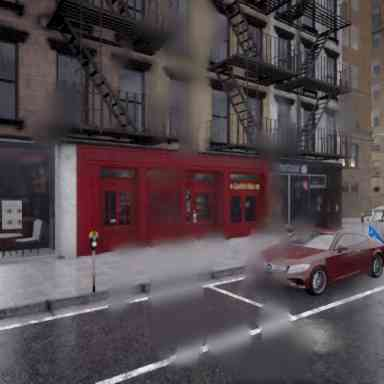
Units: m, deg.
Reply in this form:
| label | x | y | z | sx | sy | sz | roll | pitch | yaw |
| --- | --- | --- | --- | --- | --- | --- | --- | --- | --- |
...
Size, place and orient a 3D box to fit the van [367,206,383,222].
| label | x | y | z | sx | sy | sz | roll | pitch | yaw |
| --- | --- | --- | --- | --- | --- | --- | --- | --- | --- |
| van | 7.814 | 1.340 | 11.720 | 3.998 | 1.788 | 1.690 | 0 | 0 | -35 |

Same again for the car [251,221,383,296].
| label | x | y | z | sx | sy | sz | roll | pitch | yaw |
| --- | --- | --- | --- | --- | --- | --- | --- | --- | --- |
| car | 3.403 | 1.582 | 8.595 | 4.206 | 1.307 | 1.802 | 0 | 0 | -35 |
